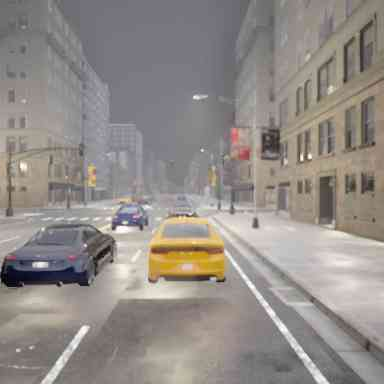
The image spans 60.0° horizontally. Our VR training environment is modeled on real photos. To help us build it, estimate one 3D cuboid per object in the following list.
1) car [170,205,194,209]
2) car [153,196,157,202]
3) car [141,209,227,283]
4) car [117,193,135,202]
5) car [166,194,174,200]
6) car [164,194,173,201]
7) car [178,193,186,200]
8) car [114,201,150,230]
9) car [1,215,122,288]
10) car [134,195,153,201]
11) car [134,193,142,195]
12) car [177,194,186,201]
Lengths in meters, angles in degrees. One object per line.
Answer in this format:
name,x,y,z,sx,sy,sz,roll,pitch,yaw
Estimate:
car,-0.567,1.503,19.275,1.837,1.490,4.892,0,0,-2
car,-8.765,1.541,72.887,2.033,1.411,5.357,0,0,-2
car,-0.165,1.476,9.693,1.882,1.535,5.008,0,0,-2
car,-11.606,1.481,57.577,1.882,1.535,5.008,0,0,-1
car,-6.108,1.403,91.744,2.033,1.411,5.357,0,0,-2
car,-5.791,1.350,81.715,2.097,1.767,4.553,0,0,-2
car,-2.859,1.218,91.816,2.097,1.767,4.553,0,0,-2
car,-3.762,1.524,20.640,1.812,1.442,4.674,0,0,-2
car,-3.402,1.562,9.279,1.994,1.385,4.181,0,0,-2
car,-8.357,1.604,57.600,1.895,1.301,4.718,0,0,-1
car,-12.026,1.226,73.222,2.150,2.045,5.566,0,0,-2
car,-2.542,1.349,81.818,2.097,1.767,4.553,0,0,-2
